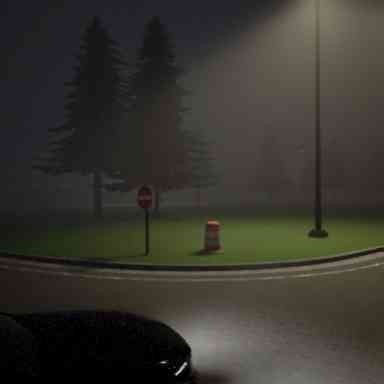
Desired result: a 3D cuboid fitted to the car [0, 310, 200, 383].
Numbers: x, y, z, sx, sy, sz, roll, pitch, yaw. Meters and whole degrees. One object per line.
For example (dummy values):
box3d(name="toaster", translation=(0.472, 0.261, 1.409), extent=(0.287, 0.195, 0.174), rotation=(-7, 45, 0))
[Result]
box3d(name="car", translation=(-2.100, 1.529, 2.249), extent=(4.674, 1.442, 1.812), rotation=(0, 0, -35))
